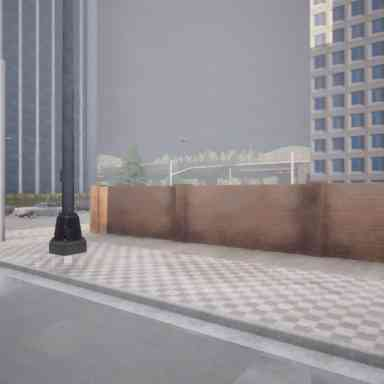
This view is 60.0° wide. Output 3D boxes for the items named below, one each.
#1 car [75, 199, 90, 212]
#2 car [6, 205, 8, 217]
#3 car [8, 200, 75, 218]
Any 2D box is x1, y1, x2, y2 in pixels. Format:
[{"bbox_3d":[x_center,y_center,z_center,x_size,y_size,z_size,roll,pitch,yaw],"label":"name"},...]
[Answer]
[{"bbox_3d":[-12.415,1.547,37.483,2.033,1.411,5.357,0,0,35],"label":"car"},{"bbox_3d":[-18.224,1.547,29.252,2.033,1.411,5.357,0,0,32],"label":"car"},{"bbox_3d":[-13.420,1.601,29.947,1.895,1.301,4.718,0,0,35],"label":"car"}]
